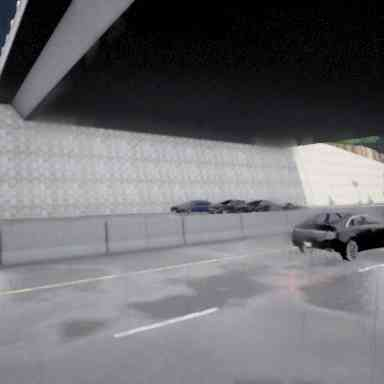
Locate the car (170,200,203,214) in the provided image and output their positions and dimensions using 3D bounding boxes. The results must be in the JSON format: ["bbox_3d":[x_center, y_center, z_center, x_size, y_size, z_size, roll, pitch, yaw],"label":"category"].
[{"bbox_3d":[0.407,1.502,34.375,5.357,1.411,2.033,0,0,-36],"label":"car"}]

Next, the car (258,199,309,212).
[{"bbox_3d":[7.732,1.515,26.701,4.181,1.385,1.994,0,0,-35],"label":"car"}]

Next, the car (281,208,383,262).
[{"bbox_3d":[5.700,1.465,12.110,4.902,1.511,2.128,0,0,-36],"label":"car"}]

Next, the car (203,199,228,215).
[{"bbox_3d":[3.784,1.456,32.484,4.892,1.490,1.837,0,0,-35],"label":"car"}]

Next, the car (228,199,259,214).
[{"bbox_3d":[5.921,1.428,29.710,5.008,1.535,1.882,0,0,-35],"label":"car"}]
